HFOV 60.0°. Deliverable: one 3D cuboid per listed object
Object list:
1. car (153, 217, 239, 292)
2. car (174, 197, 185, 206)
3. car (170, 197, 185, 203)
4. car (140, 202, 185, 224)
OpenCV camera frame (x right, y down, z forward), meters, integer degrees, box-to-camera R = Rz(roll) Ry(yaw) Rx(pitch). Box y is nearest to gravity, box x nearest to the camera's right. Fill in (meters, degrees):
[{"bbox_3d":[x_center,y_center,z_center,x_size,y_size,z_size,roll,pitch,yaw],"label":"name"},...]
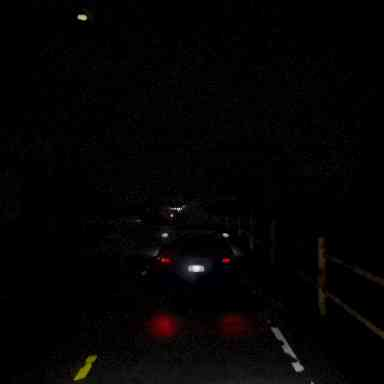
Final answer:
[{"bbox_3d":[0.094,1.621,9.128,1.994,1.385,4.181,0,0,0],"label":"car"},{"bbox_3d":[-2.644,1.955,71.095,2.097,1.767,4.553,0,-1,0],"label":"car"},{"bbox_3d":[-2.736,2.001,55.909,1.994,1.385,4.181,0,-1,0],"label":"car"},{"bbox_3d":[-2.563,1.739,26.326,1.994,1.385,4.181,1,-1,-32],"label":"car"}]
